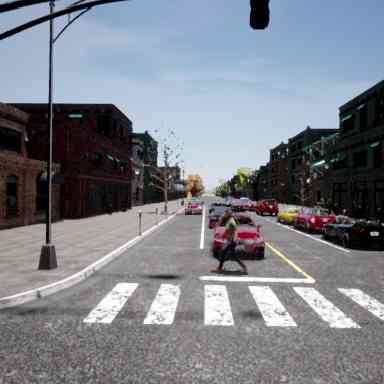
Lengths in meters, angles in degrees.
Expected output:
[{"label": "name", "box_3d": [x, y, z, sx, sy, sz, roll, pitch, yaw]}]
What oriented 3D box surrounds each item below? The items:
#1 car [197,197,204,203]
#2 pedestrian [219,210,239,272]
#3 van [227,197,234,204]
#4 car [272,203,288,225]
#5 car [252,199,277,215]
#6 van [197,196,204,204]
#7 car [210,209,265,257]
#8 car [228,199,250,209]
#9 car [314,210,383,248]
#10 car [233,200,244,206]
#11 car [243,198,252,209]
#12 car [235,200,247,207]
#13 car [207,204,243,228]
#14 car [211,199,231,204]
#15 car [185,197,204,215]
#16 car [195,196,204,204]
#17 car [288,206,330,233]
[{"label": "car", "box_3d": [2.441, 2.252, 93.877, 1.967, 1.590, 4.097, 0, -1, 2]}, {"label": "pedestrian", "box_3d": [1.038, 1.363, 9.355, 0.375, 1.860, 0.375, 0, 0, 2]}, {"label": "van", "box_3d": [10.814, 2.287, 93.541, 1.690, 1.788, 3.998, 0, -1, 2]}, {"label": "car", "box_3d": [8.142, 1.864, 27.186, 1.752, 1.417, 4.829, 0, -1, 2]}, {"label": "car", "box_3d": [8.583, 1.754, 38.105, 2.192, 1.841, 5.009, 0, -1, 2]}, {"label": "van", "box_3d": [2.218, 2.103, 88.334, 1.690, 1.788, 3.998, 0, -1, 2]}, {"label": "car", "box_3d": [1.778, 1.644, 13.632, 1.812, 1.442, 4.674, 1, 0, 3]}, {"label": "car", "box_3d": [6.310, 2.015, 45.876, 2.033, 1.411, 5.357, 1, -1, 3]}, {"label": "car", "box_3d": [7.689, 1.800, 15.928, 1.947, 1.339, 4.313, 0, -1, 2]}, {"label": "car", "box_3d": [9.920, 2.325, 71.365, 1.802, 1.307, 4.206, 0, -1, 2]}, {"label": "car", "box_3d": [9.028, 1.981, 49.191, 1.967, 1.590, 4.097, 0, -1, 2]}, {"label": "car", "box_3d": [9.697, 2.237, 65.821, 1.887, 1.381, 4.507, 0, -1, 2]}, {"label": "car", "box_3d": [2.209, 1.774, 23.576, 1.994, 1.385, 4.181, 1, 0, 2]}, {"label": "car", "box_3d": [2.628, 1.810, 33.884, 1.837, 1.490, 4.892, 1, -1, 2]}, {"label": "car", "box_3d": [0.210, 1.745, 38.440, 1.967, 1.590, 4.097, 0, -1, 2]}, {"label": "car", "box_3d": [1.996, 2.026, 82.790, 2.192, 1.841, 5.009, 0, -1, 2]}, {"label": "car", "box_3d": [7.913, 1.726, 21.473, 1.967, 1.590, 4.097, 0, -1, 2]}]
